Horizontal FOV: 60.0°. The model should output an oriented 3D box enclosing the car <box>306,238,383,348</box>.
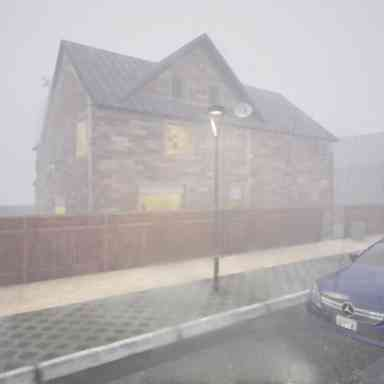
[{"bbox_3d":[4.031,1.550,5.927,4.674,1.442,1.812,0,0,-35],"label":"car"}]
